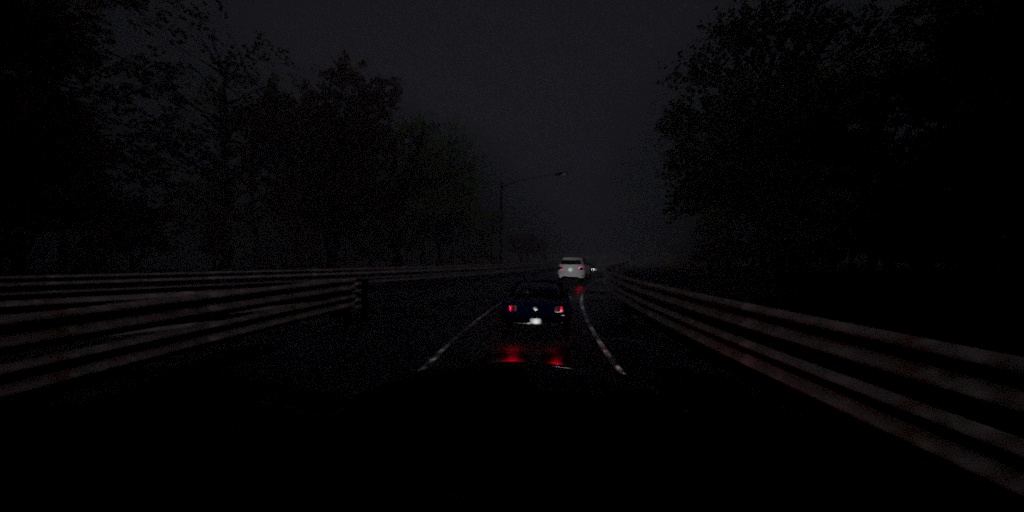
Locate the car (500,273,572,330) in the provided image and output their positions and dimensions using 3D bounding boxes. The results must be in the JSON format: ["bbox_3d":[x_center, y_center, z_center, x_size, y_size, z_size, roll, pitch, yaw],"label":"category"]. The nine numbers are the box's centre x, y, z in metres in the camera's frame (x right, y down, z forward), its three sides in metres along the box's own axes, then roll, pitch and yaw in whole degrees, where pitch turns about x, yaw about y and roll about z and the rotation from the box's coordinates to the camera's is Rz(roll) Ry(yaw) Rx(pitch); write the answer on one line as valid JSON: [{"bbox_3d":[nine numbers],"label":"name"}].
[{"bbox_3d":[0.884,1.411,11.484,1.895,1.301,4.718,0,0,7],"label":"car"}]

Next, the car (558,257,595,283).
[{"bbox_3d":[5.425,1.146,30.586,2.150,2.045,5.566,0,0,19],"label":"car"}]
